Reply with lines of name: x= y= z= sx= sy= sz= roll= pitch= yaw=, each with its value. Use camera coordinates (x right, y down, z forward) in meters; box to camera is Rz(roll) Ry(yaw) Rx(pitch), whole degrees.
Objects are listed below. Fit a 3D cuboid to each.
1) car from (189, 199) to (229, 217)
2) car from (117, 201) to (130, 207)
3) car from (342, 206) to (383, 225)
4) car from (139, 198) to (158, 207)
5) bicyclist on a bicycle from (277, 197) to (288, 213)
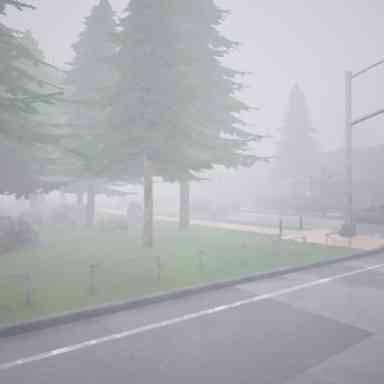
car: x=1.636 y=1.470 z=33.279 sx=2.097 sy=1.767 sz=4.553 roll=0 pitch=0 yaw=-35
car: x=-10.480 y=1.590 z=52.950 sx=1.882 sy=1.535 sz=5.008 roll=0 pitch=0 yaw=-26
car: x=12.965 y=1.679 z=23.653 sx=1.994 sy=1.385 sz=4.181 roll=0 pitch=0 yaw=-35
car: x=-7.138 y=1.583 z=54.421 sx=1.882 sy=1.535 sz=5.008 roll=0 pitch=0 yaw=-26
bicyclist on a bicycle: x=9.527 y=1.402 z=35.008 sx=1.656 sy=1.620 sz=0.582 roll=-1 pitch=0 yaw=-35
